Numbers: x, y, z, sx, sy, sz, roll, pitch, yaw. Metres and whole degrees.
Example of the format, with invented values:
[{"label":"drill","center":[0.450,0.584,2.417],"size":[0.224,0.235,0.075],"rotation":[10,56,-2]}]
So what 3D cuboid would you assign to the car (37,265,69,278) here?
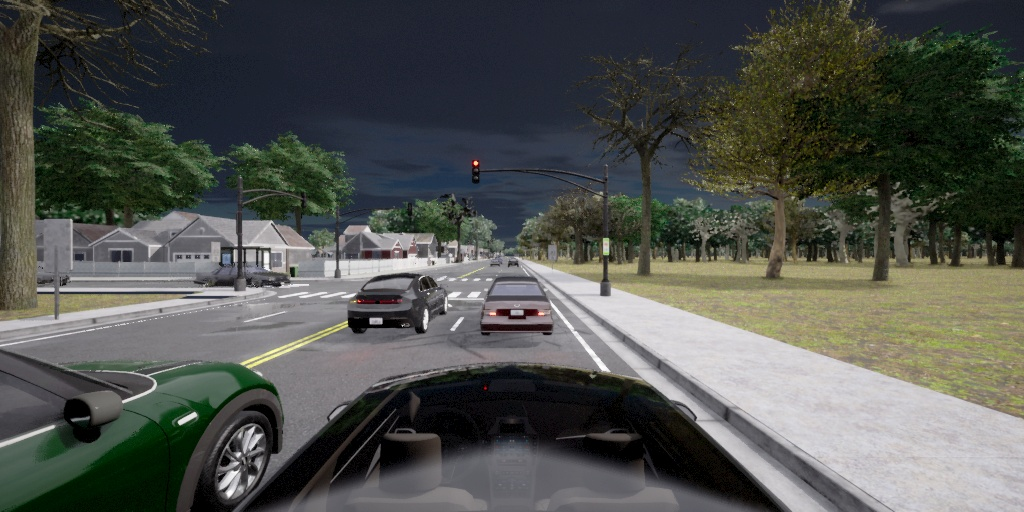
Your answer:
[{"label":"car","center":[-31.421,1.302,22.998],"size":[4.892,1.490,1.837],"rotation":[-1,0,0]}]

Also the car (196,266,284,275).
[{"label":"car","center":[-16.912,1.318,22.535],"size":[5.357,1.411,2.033],"rotation":[0,0,5]}]

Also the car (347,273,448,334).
[{"label":"car","center":[-3.138,1.254,10.682],"size":[1.837,1.490,4.892],"rotation":[0,0,0]}]

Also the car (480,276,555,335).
[{"label":"car","center":[0.118,1.297,10.429],"size":[2.033,1.411,5.357],"rotation":[0,0,0]}]

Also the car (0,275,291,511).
[{"label":"car","center":[-3.150,1.102,1.436],"size":[2.097,1.767,4.553],"rotation":[0,0,0]}]
